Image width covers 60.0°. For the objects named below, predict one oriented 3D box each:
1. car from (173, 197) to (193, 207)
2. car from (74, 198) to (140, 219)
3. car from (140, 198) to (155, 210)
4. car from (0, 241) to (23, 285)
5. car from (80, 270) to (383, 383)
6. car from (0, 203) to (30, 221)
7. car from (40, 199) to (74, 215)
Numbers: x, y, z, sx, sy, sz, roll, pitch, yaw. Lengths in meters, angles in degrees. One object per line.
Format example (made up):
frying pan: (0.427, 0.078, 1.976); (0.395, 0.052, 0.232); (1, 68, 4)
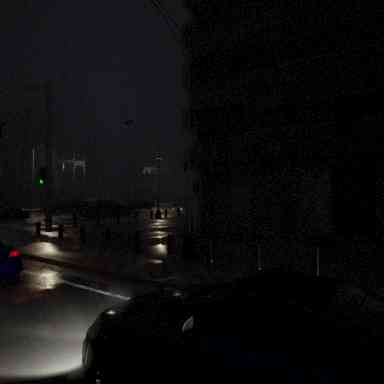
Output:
car: (-0.769, 1.449, 49.409); (1.837, 1.490, 4.892); (0, 0, 36)
car: (-7.121, 1.422, 28.344); (1.882, 1.535, 5.008); (0, 0, 36)
car: (-6.824, 1.492, 41.052); (2.033, 1.411, 5.357); (0, 0, 36)
car: (-6.091, 1.564, 8.317); (4.181, 1.385, 1.994); (0, 0, 36)
car: (0.761, 1.564, 3.448); (4.181, 1.385, 1.994); (0, 0, 36)
car: (-14.253, 1.508, 24.450); (1.994, 1.385, 4.181); (0, 0, 36)
car: (-12.553, 1.449, 33.120); (1.837, 1.490, 4.892); (0, 0, 36)
